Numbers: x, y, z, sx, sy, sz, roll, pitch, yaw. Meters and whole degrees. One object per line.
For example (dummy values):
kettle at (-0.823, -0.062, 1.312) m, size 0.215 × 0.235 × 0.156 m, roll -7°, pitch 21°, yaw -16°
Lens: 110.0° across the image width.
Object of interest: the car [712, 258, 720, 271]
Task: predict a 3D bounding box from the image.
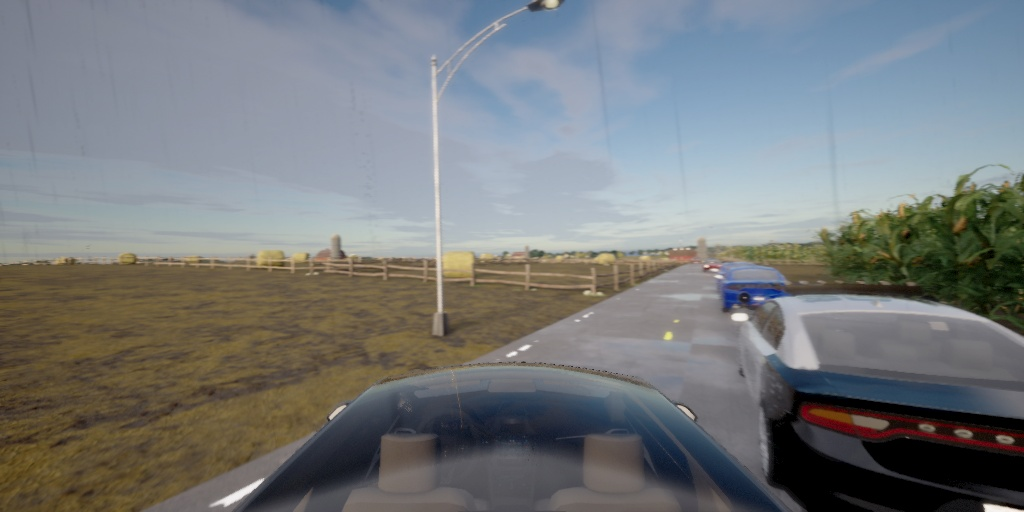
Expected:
car at (11.310, 1.051, 17.983) m, size 1.882 × 1.535 × 5.008 m, roll -2°, pitch -1°, yaw 29°

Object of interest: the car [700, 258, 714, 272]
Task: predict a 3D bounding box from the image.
car at (21.752, 1.065, 38.810) m, size 1.895 × 1.301 × 4.718 m, roll -2°, pitch -1°, yaw 29°

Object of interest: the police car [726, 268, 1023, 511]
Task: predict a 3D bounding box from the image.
police car at (3.722, 1.091, 4.022) m, size 1.930 × 1.638 × 5.238 m, roll -2°, pitch -1°, yaw 29°

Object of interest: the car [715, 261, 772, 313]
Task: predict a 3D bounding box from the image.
car at (8.448, 1.089, 12.711) m, size 1.882 × 1.535 × 5.008 m, roll -2°, pitch -1°, yaw 29°
